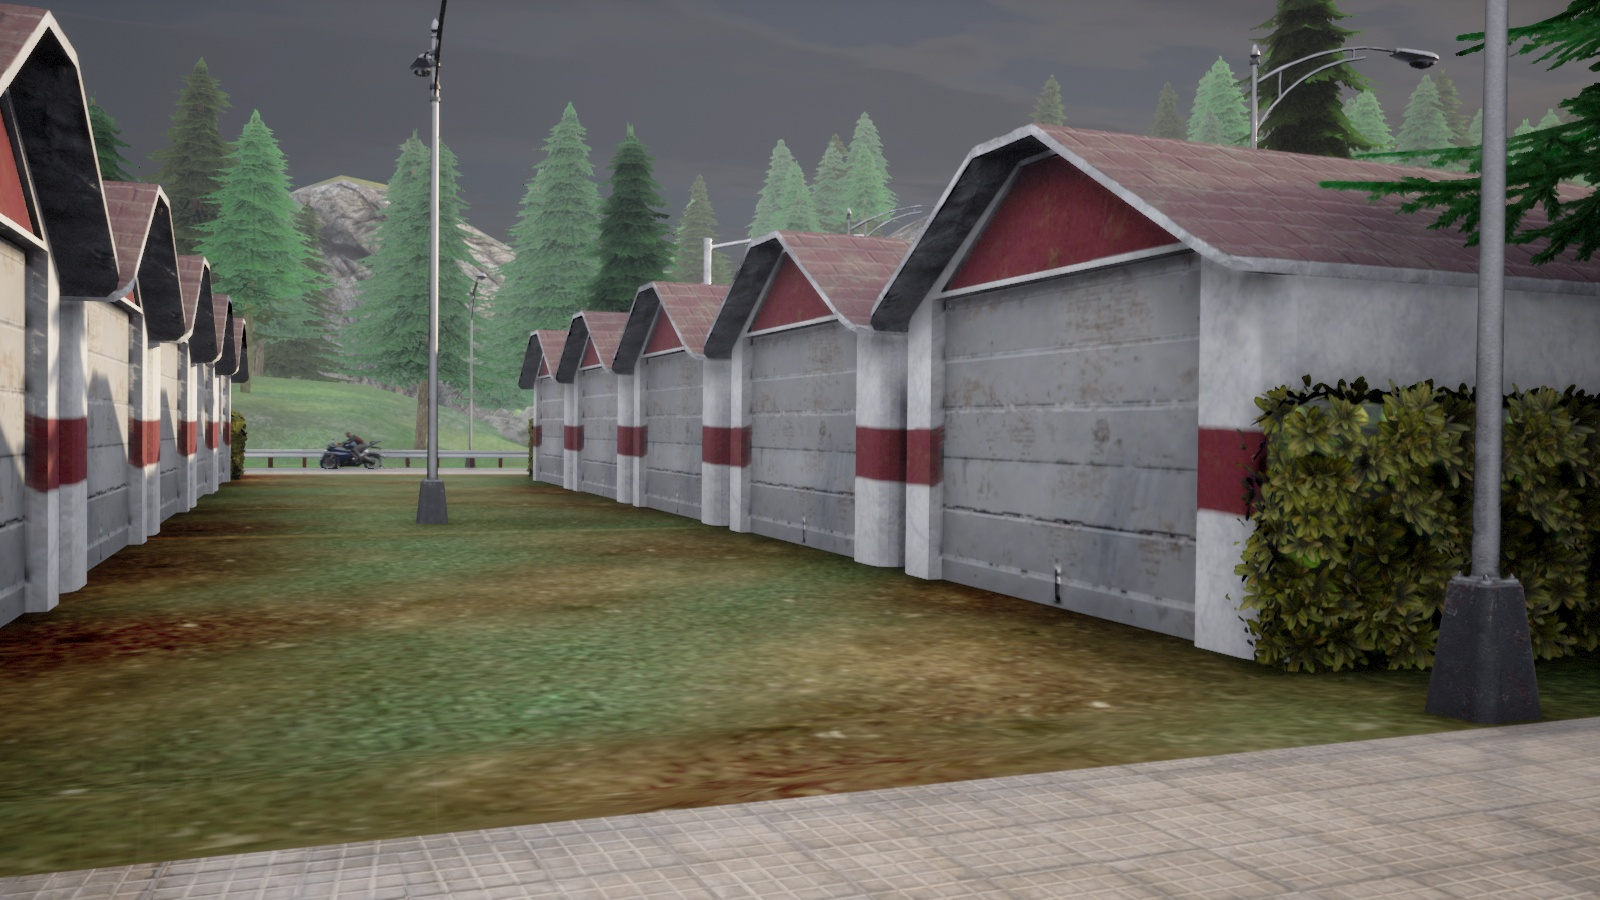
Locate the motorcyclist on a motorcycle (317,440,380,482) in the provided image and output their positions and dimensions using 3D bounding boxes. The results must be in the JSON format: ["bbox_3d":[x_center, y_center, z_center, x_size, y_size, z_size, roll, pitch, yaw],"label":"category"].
[{"bbox_3d":[-17.134,0.420,47.685,2.191,1.530,0.866,-1,1,-20],"label":"motorcyclist on a motorcycle"}]
